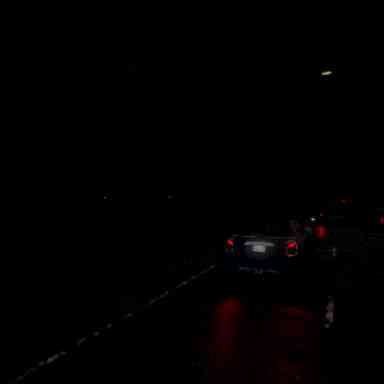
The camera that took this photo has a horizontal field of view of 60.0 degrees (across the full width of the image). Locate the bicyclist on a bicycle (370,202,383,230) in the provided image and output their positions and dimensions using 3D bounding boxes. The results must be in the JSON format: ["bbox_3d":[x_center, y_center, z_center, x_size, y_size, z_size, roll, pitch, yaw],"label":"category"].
[{"bbox_3d":[12.189,1.589,21.437,0.866,1.612,1.509,-1,-1,24],"label":"bicyclist on a bicycle"}]

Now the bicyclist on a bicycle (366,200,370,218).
[{"bbox_3d":[15.964,1.593,29.952,0.659,1.776,1.843,-1,-1,24],"label":"bicyclist on a bicycle"}]

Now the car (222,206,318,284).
[{"bbox_3d":[2.534,1.458,10.273,2.097,1.767,4.553,-1,-1,24],"label":"car"}]

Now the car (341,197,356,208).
[{"bbox_3d":[26.598,2.016,56.285,1.994,1.385,4.181,-1,-1,24],"label":"car"}]

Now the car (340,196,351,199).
[{"bbox_3d":[31.237,1.769,67.063,2.150,2.045,5.566,-1,-1,24],"label":"car"}]

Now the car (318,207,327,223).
[{"bbox_3d":[10.354,1.854,28.037,1.895,1.301,4.718,-1,-1,24],"label":"car"}]
